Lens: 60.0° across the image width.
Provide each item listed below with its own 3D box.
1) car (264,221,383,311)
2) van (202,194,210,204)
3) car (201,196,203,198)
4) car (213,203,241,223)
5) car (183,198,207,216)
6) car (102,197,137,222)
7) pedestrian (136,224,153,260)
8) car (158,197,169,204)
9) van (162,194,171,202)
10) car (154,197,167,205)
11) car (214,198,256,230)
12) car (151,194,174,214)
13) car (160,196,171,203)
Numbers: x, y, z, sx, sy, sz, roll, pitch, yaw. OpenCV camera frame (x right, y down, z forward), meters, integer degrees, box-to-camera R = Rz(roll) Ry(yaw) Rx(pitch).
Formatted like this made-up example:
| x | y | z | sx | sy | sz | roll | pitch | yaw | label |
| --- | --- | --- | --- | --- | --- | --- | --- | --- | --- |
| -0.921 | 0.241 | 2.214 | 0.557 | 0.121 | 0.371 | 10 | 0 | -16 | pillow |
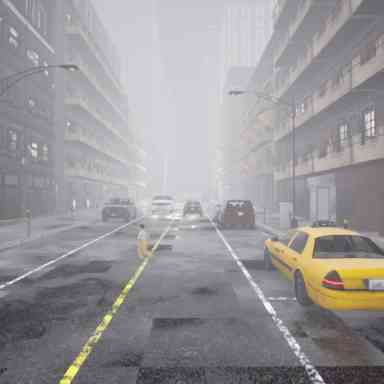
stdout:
| x | y | z | sx | sy | sz | roll | pitch | yaw | label |
| --- | --- | --- | --- | --- | --- | --- | --- | --- | --- |
| 3.002 | 1.458 | 7.893 | 1.801 | 1.575 | 5.366 | 0 | 0 | 0 | car |
| 2.719 | 1.351 | 65.348 | 1.690 | 1.788 | 3.998 | 1 | 0 | 0 | van |
| 0.059 | 1.556 | 43.911 | 2.033 | 1.411 | 5.357 | 0 | 0 | 1 | car |
| 2.708 | 1.589 | 26.566 | 1.802 | 1.307 | 4.206 | 1 | 0 | 0 | car |
| 0.078 | 1.555 | 32.124 | 2.033 | 1.411 | 5.357 | 0 | 0 | 0 | car |
| -5.668 | 1.322 | 26.515 | 2.192 | 1.841 | 5.009 | 1 | 0 | 0 | car |
| -1.568 | 1.577 | 10.819 | 0.375 | 1.300 | 0.375 | 1 | -1 | -1 | pedestrian |
| -5.633 | 1.592 | 65.297 | 1.802 | 1.307 | 4.206 | 1 | 0 | 0 | car |
| -5.796 | 1.351 | 76.378 | 1.690 | 1.788 | 3.998 | 1 | 0 | 0 | van |
| -5.633 | 1.560 | 59.756 | 2.008 | 1.369 | 4.403 | 1 | 0 | 0 | car |
| 2.712 | 1.321 | 21.026 | 2.192 | 1.841 | 5.009 | 1 | 0 | 0 | car |
| -3.095 | 1.229 | 36.067 | 2.150 | 2.045 | 5.566 | 0 | 0 | 0 | car |
| -5.632 | 1.576 | 70.837 | 1.947 | 1.339 | 4.313 | 1 | 0 | 0 | car |
